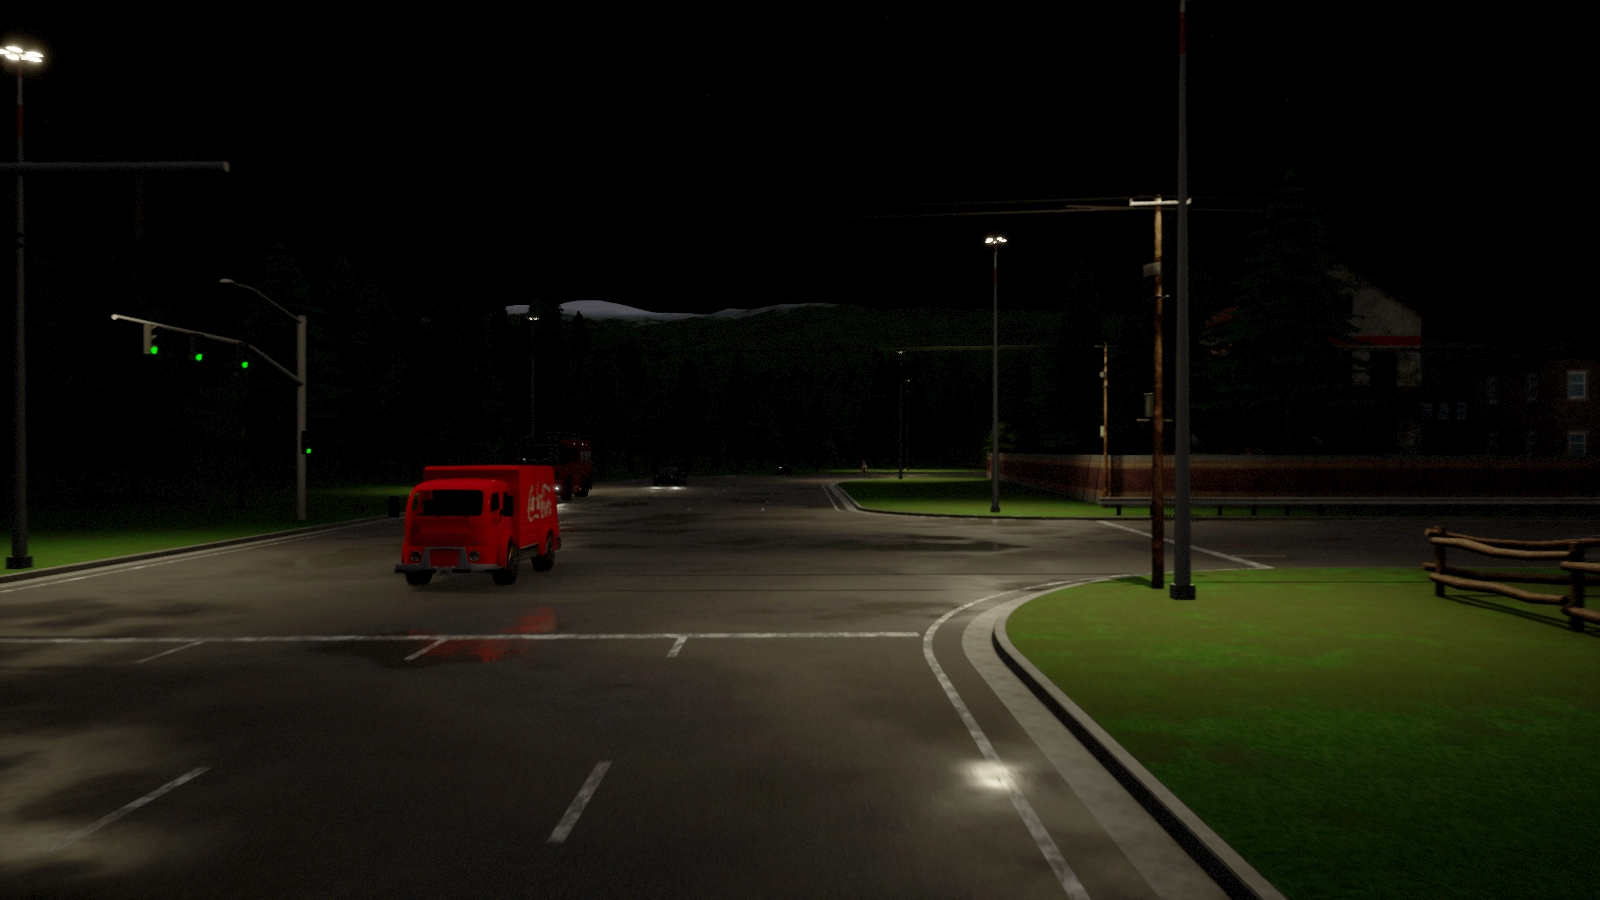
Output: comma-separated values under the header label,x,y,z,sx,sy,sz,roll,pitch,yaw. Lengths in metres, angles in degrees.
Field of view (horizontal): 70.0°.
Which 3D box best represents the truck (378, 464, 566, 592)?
label,x,y,z,sx,sy,sz,roll,pitch,yaw
truck,-6.992,1.570,25.092,2.627,2.467,5.204,0,0,0
